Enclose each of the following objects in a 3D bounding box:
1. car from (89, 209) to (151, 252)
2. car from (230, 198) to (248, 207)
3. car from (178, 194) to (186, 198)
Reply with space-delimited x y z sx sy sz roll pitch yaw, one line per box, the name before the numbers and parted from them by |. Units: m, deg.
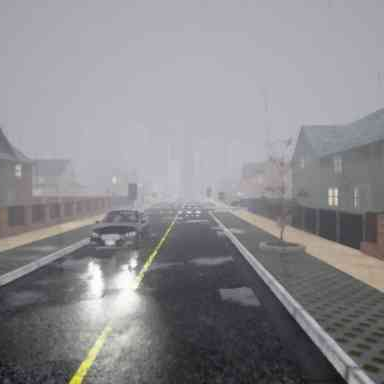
car | -2.853 1.508 14.069 2.128 1.511 4.902 0 0 0
car | 7.199 1.490 42.339 4.892 1.490 1.837 1 -1 0
car | -2.786 1.243 91.732 1.882 1.535 5.008 0 0 0
